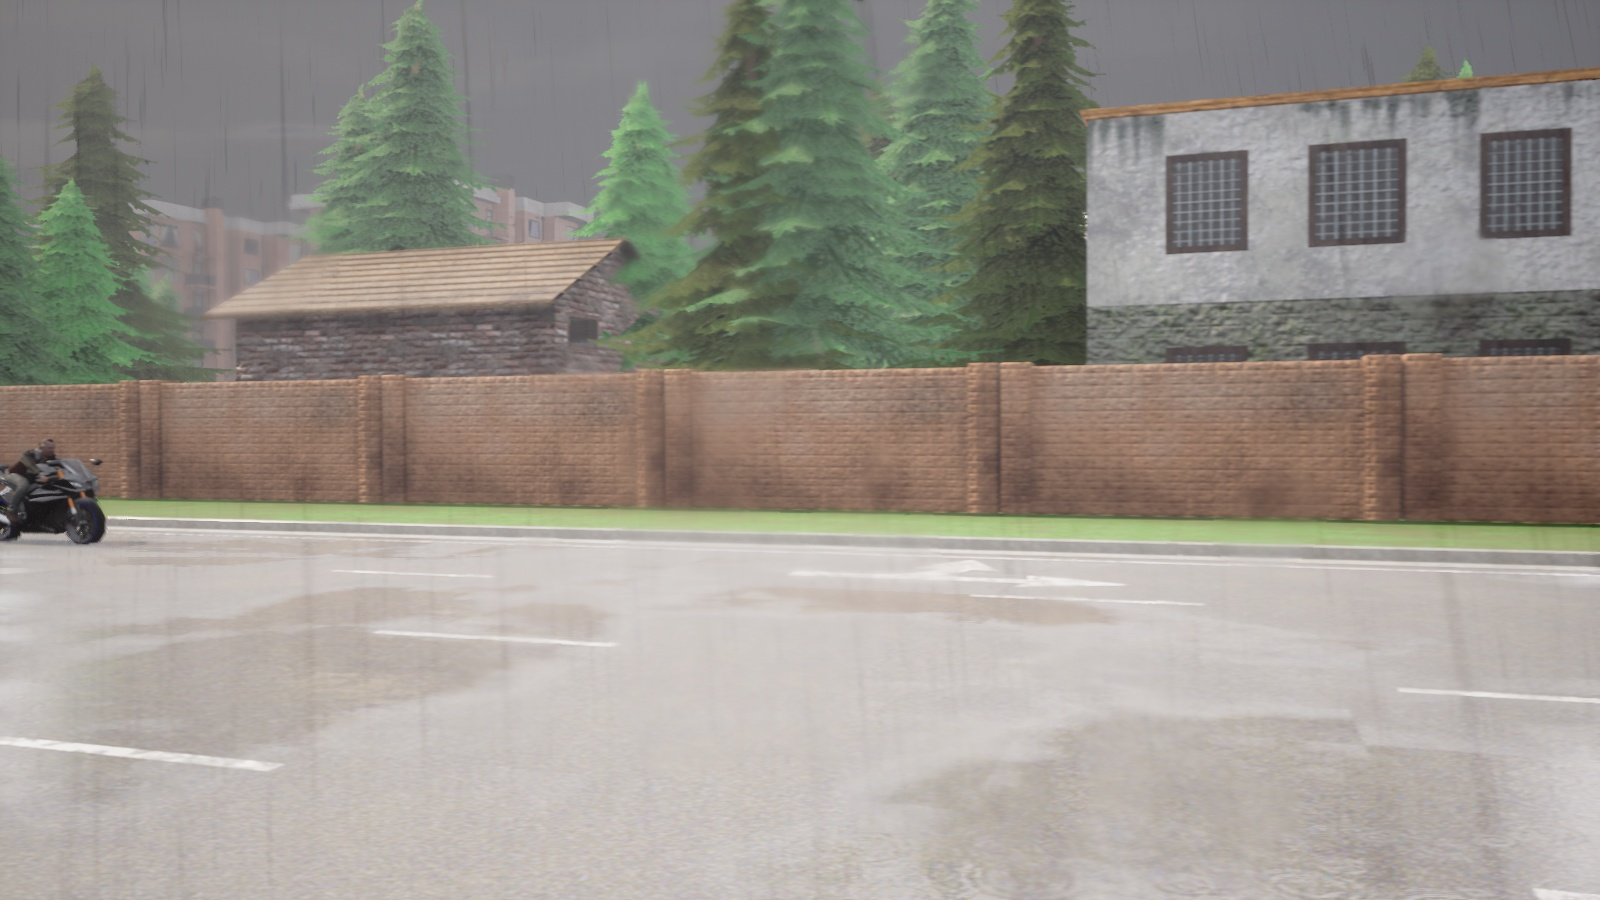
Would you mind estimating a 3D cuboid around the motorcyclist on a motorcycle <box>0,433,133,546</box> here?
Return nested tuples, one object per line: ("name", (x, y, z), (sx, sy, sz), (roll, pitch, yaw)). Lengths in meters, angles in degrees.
("motorcyclist on a motorcycle", (-10.712, 0.535, 17.874), (2.191, 1.530, 0.866), (1, 1, 19))
